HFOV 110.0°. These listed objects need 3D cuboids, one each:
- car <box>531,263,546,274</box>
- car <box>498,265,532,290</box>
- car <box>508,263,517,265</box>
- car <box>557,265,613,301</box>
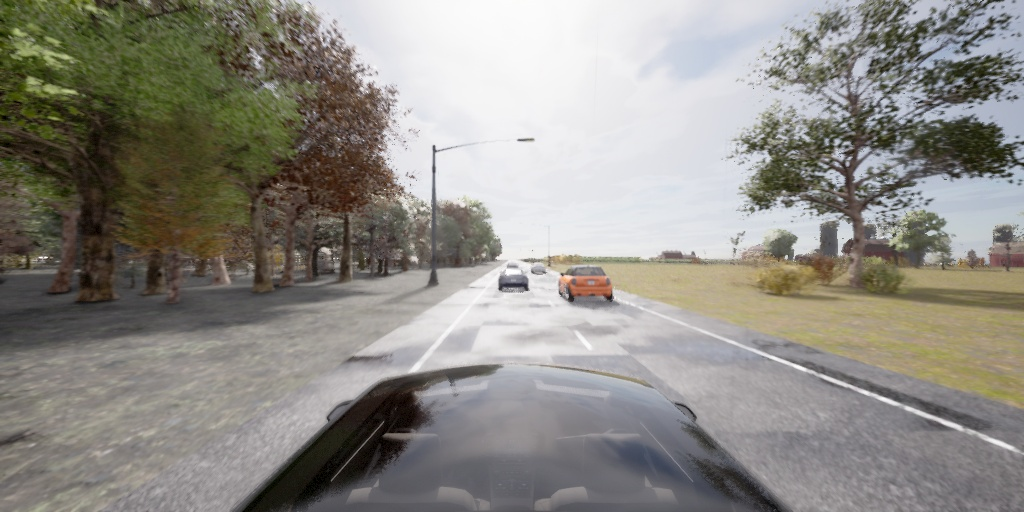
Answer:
[{"bbox_3d":[3.594,1.677,49.716,1.812,1.442,4.674,0,0,0],"label":"car"},{"bbox_3d":[0.096,1.512,24.592,1.994,1.385,4.181,0,0,0],"label":"car"},{"bbox_3d":[0.094,1.717,54.703,1.812,1.442,4.674,0,0,0],"label":"car"},{"bbox_3d":[3.597,1.247,18.371,2.097,1.767,4.553,0,-1,0],"label":"car"}]
